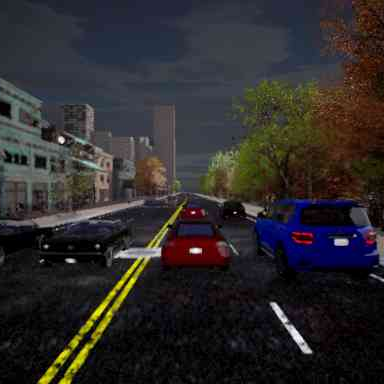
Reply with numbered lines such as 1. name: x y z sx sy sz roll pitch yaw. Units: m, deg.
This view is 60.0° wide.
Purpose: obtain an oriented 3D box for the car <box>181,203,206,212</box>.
1. car: 0.102 1.557 27.511 1.994 1.385 4.181 0 0 0

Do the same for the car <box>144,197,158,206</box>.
1. car: -6.557 1.534 53.623 2.033 1.411 5.357 0 0 1

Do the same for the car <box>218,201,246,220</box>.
1. car: 3.353 1.471 28.440 1.882 1.535 5.008 0 0 0

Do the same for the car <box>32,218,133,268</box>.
1. car: -3.350 1.598 11.409 1.895 1.301 4.718 0 0 0

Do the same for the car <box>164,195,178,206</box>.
1. car: -3.312 1.339 53.854 2.097 1.767 4.553 0 0 0

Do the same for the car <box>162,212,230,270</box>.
1. car: 0.102 1.561 11.027 1.994 1.385 4.181 0 0 0

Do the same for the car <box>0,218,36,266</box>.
1. car: -6.600 1.598 11.395 1.895 1.301 4.718 0 0 0

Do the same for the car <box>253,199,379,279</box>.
1. car: 3.351 1.219 10.152 2.150 2.045 5.566 0 0 0
